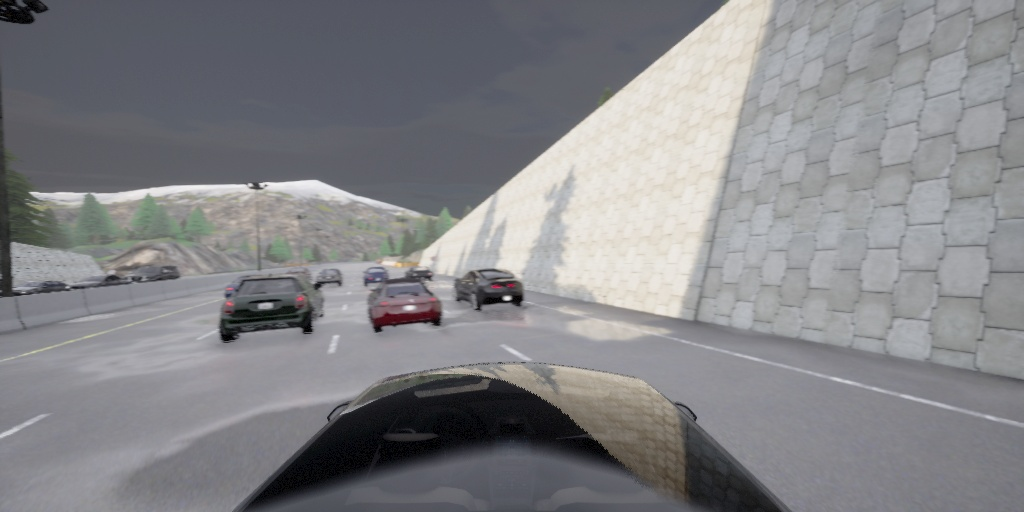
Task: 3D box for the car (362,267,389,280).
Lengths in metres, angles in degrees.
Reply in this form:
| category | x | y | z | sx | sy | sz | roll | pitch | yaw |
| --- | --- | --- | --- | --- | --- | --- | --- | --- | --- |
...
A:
| category | x | y | z | sx | sy | sz | roll | pitch | yaw |
| --- | --- | --- | --- | --- | --- | --- | --- | --- | --- |
| car | -10.890 | 1.593 | 28.822 | 1.812 | 1.442 | 4.674 | -2 | 0 | -23 |

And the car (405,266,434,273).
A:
| category | x | y | z | sx | sy | sz | roll | pitch | yaw |
| --- | --- | --- | --- | --- | --- | --- | --- | --- | --- |
| car | -8.232 | 1.560 | 31.517 | 1.895 | 1.301 | 4.718 | -2 | 0 | -23 |

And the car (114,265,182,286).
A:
| category | x | y | z | sx | sy | sz | roll | pitch | yaw |
| --- | --- | --- | --- | --- | --- | --- | --- | --- | --- |
| car | -30.945 | 1.844 | 30.988 | 2.150 | 2.045 | 5.566 | -2 | 0 | -23 |

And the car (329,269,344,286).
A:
| category | x | y | z | sx | sy | sz | roll | pitch | yaw |
| --- | --- | --- | --- | --- | --- | --- | --- | --- | --- |
| car | -15.316 | 1.776 | 30.296 | 2.033 | 1.411 | 5.357 | -2 | 0 | -23 |

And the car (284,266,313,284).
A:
| category | x | y | z | sx | sy | sz | roll | pitch | yaw |
| --- | --- | --- | --- | --- | --- | --- | --- | --- | --- |
| car | -22.148 | 1.939 | 37.407 | 1.882 | 1.535 | 5.008 | -2 | 0 | -23 |

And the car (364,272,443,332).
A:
| category | x | y | z | sx | sy | sz | roll | pitch | yaw |
| --- | --- | --- | --- | --- | --- | --- | --- | --- | --- |
| car | -3.587 | 1.415 | 11.667 | 1.994 | 1.385 | 4.181 | -2 | 0 | -23 |

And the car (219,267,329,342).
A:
| category | x | y | z | sx | sy | sz | roll | pitch | yaw |
| --- | --- | --- | --- | --- | --- | --- | --- | --- | --- |
| car | -7.211 | 1.340 | 11.232 | 2.097 | 1.767 | 4.553 | -2 | 0 | -23 |

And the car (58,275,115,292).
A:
| category | x | y | z | sx | sy | sz | roll | pitch | yaw |
| --- | --- | --- | --- | --- | --- | --- | --- | --- | --- |
| car | -34.161 | 2.355 | 29.646 | 1.837 | 1.490 | 4.892 | -2 | 0 | -23 |

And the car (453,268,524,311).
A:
| category | x | y | z | sx | sy | sz | roll | pitch | yaw |
| --- | --- | --- | --- | --- | --- | --- | --- | --- | --- |
| car | -1.113 | 1.253 | 14.782 | 1.837 | 1.490 | 4.892 | -2 | 0 | -23 |

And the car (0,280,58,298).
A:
| category | x | y | z | sx | sy | sz | roll | pitch | yaw |
| --- | --- | --- | --- | --- | --- | --- | --- | --- | --- |
| car | -37.372 | 2.663 | 28.275 | 2.033 | 1.411 | 5.357 | -2 | 0 | -23 |

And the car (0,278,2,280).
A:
| category | x | y | z | sx | sy | sz | roll | pitch | yaw |
| --- | --- | --- | --- | --- | --- | --- | --- | --- | --- |
| car | -40.606 | 2.342 | 26.903 | 1.837 | 1.490 | 4.892 | -2 | 0 | -23 |
